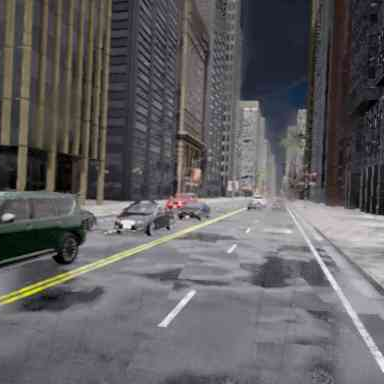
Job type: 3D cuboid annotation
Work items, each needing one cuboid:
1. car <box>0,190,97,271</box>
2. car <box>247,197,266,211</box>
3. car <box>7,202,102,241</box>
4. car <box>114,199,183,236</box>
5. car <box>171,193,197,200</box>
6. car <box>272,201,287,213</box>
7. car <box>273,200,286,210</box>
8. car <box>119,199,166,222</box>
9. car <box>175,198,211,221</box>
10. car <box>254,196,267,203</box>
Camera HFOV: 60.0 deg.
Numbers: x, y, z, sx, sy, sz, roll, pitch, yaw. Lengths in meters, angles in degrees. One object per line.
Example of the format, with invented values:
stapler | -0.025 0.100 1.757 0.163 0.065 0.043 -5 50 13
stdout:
car | -4.853 0.992 8.284 2.150 2.045 5.566 3 0 15
car | 8.852 1.867 46.646 2.033 1.411 5.357 3 0 15
car | -6.260 1.259 15.714 1.994 1.385 4.181 3 0 14
car | -2.367 1.356 17.715 2.128 1.511 4.902 3 0 15
car | -0.915 1.124 35.684 2.150 2.045 5.566 3 0 16
car | 11.923 2.006 45.594 2.033 1.411 5.357 3 0 15
car | 14.591 2.127 55.648 1.994 1.385 4.181 3 0 15
car | -3.650 1.322 25.539 1.812 1.442 4.674 3 0 15
car | 0.325 1.517 27.853 2.033 1.411 5.357 3 0 15
car | 11.518 1.646 56.675 2.150 2.045 5.566 3 0 15
